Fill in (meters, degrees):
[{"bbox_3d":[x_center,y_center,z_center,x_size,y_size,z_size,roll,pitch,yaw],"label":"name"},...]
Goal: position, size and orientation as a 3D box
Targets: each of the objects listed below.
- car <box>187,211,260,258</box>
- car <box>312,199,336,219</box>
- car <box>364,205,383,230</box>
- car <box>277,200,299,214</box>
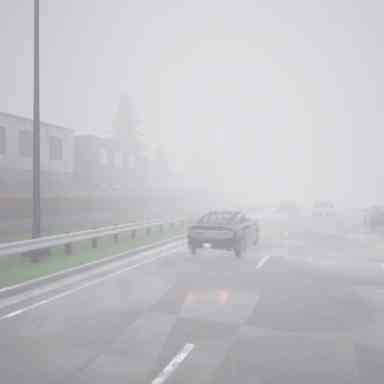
[{"bbox_3d":[1.390,1.494,12.953,2.128,1.511,4.902,0,0,22],"label":"car"},{"bbox_3d":[11.822,1.610,29.847,1.895,1.301,4.718,0,0,21],"label":"car"},{"bbox_3d":[12.052,1.533,20.896,1.812,1.442,4.674,0,0,22],"label":"car"},{"bbox_3d":[10.154,1.557,35.153,2.033,1.411,5.357,0,0,22],"label":"car"}]
